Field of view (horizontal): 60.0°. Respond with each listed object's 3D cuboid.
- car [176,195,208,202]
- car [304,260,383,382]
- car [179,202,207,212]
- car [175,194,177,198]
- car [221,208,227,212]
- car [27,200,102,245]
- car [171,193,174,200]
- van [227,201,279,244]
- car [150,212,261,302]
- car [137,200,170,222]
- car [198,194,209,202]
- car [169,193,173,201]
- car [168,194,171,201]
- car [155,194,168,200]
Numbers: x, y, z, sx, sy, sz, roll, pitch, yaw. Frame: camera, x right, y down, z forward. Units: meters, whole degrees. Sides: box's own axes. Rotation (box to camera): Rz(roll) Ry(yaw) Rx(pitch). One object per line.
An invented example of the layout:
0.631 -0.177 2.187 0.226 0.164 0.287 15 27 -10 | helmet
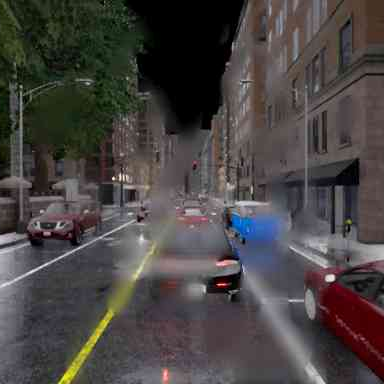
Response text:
0.039 1.337 27.480 2.097 1.767 4.553 0 0 2 | car
2.854 1.544 4.252 1.887 1.381 4.507 0 0 0 | car
0.097 1.518 18.523 1.812 1.442 4.674 0 0 0 | car
-5.700 1.492 86.472 2.008 1.369 4.403 0 0 0 | car
2.849 1.556 21.233 1.947 1.339 4.313 0 0 0 | car
-5.675 1.309 15.530 2.192 1.841 5.009 0 0 0 | car
-5.696 1.488 75.571 1.887 1.381 4.507 0 0 0 | car
2.850 1.336 15.573 1.690 1.788 3.998 0 0 0 | van
0.097 1.490 8.261 2.128 1.511 4.902 0 0 0 | car
-3.011 1.552 25.685 1.994 1.385 4.181 0 0 0 | car
2.829 1.383 75.610 1.967 1.590 4.097 0 0 0 | car
-5.694 1.490 70.120 1.887 1.381 4.507 0 0 0 | car
-5.692 1.499 64.669 2.008 1.369 4.403 0 0 0 | car
-5.690 1.477 59.048 1.752 1.417 4.829 0 0 0 | car
